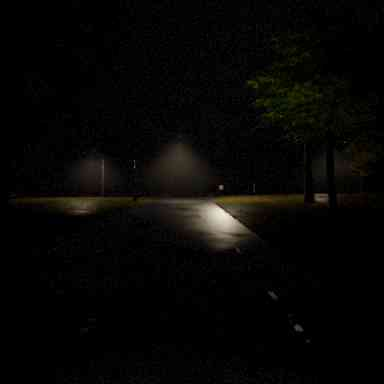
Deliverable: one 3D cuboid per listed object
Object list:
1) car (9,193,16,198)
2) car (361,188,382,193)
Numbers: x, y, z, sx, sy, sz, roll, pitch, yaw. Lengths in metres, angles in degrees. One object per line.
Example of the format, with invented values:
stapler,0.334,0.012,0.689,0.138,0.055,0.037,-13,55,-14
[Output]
car,-38.625,0.621,68.405,4.674,1.442,1.812,-1,-2,1
car,41.017,-0.291,75.900,4.181,1.385,1.994,-1,-2,-1
